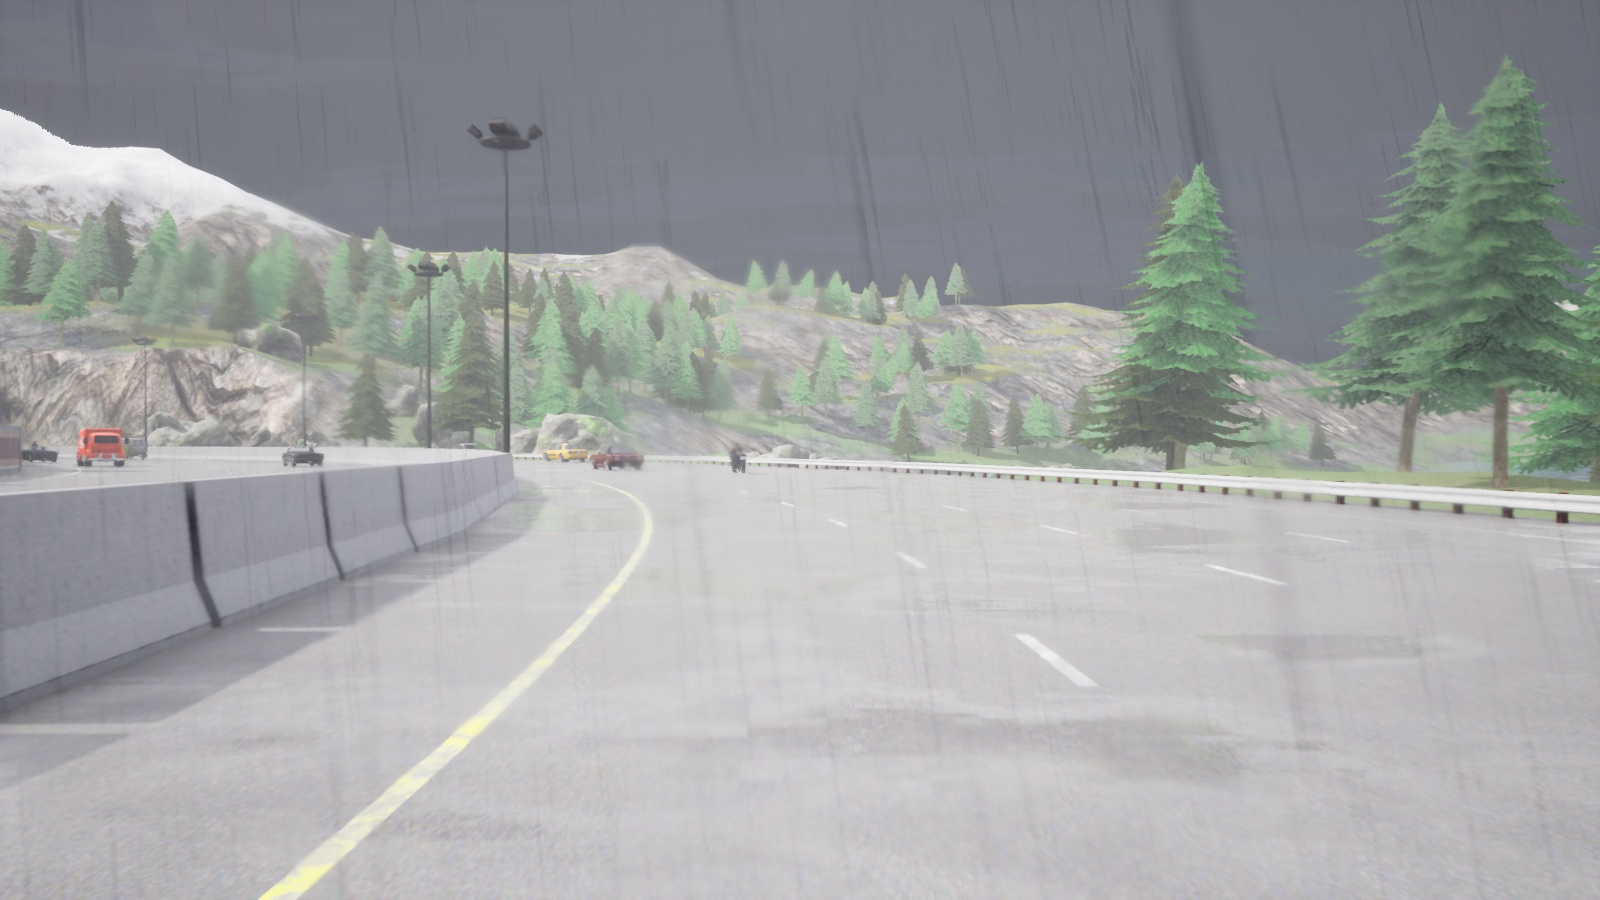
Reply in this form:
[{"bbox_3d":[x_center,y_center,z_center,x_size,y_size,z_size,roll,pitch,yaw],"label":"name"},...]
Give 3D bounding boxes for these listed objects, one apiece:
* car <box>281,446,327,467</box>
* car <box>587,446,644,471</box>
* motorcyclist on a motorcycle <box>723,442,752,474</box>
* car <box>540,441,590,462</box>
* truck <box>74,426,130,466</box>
[{"bbox_3d":[-31.250,0.376,79.031,1.895,1.301,4.718,0,0,-31],"label":"car"},{"bbox_3d":[-10.178,0.450,69.026,1.895,1.301,4.718,0,0,-24],"label":"car"},{"bbox_3d":[-3.058,0.382,60.970,0.797,1.523,2.044,-1,1,-20],"label":"motorcyclist on a motorcycle"},{"bbox_3d":[-18.303,0.121,97.588,1.801,1.575,5.366,0,0,-35],"label":"car"},{"bbox_3d":[-44.752,-0.230,80.469,2.627,2.467,5.204,0,0,-35],"label":"truck"}]
